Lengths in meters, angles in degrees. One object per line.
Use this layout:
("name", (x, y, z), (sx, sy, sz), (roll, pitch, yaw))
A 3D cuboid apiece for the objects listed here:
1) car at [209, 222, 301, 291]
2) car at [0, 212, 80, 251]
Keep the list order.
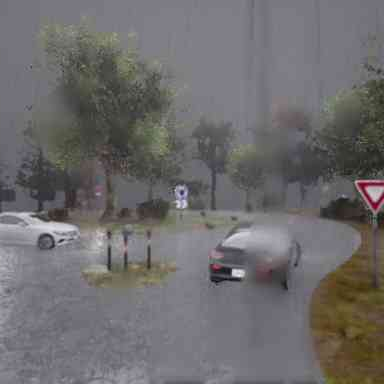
("car", (1.867, 1.561, 9.172), (1.812, 1.442, 4.674), (0, 0, 22))
("car", (-7.104, 1.574, 14.015), (4.674, 1.442, 1.812), (0, 0, 8))
